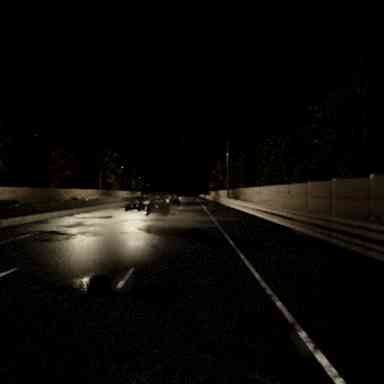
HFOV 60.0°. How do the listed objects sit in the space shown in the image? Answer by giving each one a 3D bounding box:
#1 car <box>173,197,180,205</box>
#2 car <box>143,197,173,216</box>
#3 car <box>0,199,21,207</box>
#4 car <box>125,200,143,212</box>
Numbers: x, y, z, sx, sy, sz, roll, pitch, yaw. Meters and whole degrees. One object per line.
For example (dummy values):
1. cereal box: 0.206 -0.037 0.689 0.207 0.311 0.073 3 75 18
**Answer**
1. car: -3.296 1.636 62.936 1.882 1.535 5.008 0 0 0
2. car: -3.352 1.428 33.813 2.097 1.767 4.553 0 0 0
3. car: -17.458 1.481 30.500 2.097 1.767 4.553 0 0 0
4. car: -6.840 1.654 40.269 2.033 1.411 5.357 0 0 0
